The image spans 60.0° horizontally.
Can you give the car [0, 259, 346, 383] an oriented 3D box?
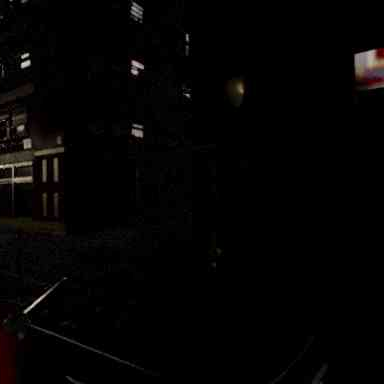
[{"bbox_3d":[-0.723,1.441,3.409,4.097,1.590,1.967,0,-1,36],"label":"car"}]
